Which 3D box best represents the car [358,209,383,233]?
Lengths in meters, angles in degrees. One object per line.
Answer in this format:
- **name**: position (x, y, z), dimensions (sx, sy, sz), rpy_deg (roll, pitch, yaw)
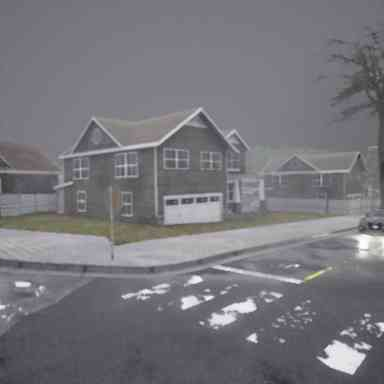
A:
- **car**: position (11.344, 1.725, 19.567), dimensions (1.994, 1.385, 4.181), rpy_deg (1, 0, 44)
